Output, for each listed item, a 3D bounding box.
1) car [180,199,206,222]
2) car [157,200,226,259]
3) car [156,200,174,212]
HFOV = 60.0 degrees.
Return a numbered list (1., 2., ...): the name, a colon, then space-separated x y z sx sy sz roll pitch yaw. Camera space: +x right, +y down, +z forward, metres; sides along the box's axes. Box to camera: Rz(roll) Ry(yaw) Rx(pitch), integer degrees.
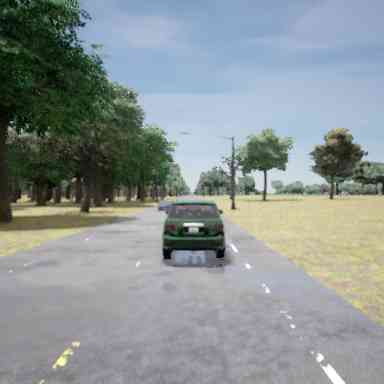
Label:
1. car: 0.091 1.547 29.208 2.097 1.767 4.553 0 0 0
2. car: 0.086 1.312 13.188 2.150 2.045 5.566 0 0 1
3. car: -3.576 1.830 45.065 2.033 1.411 5.357 0 0 0
